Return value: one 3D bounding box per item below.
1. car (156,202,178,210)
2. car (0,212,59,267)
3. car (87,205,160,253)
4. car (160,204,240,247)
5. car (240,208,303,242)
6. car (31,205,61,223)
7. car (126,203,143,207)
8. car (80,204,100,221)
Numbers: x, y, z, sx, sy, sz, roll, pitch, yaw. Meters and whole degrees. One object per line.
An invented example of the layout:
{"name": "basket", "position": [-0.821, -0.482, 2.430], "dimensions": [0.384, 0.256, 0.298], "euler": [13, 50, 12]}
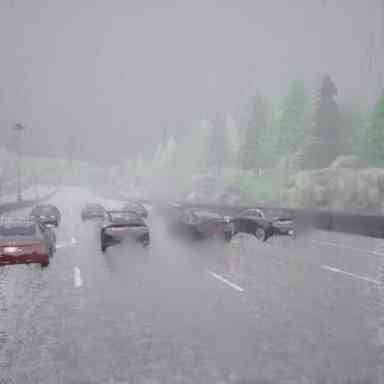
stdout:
{"name": "car", "position": [-2.130, 1.646, 31.548], "dimensions": [1.812, 1.442, 4.674], "euler": [0, 0, -20]}
{"name": "car", "position": [-5.755, 1.607, 11.242], "dimensions": [1.994, 1.385, 4.181], "euler": [0, -1, -20]}
{"name": "car", "position": [-3.104, 1.541, 14.169], "dimensions": [2.128, 1.511, 4.902], "euler": [0, 0, -20]}
{"name": "car", "position": [0.150, 1.551, 15.462], "dimensions": [1.837, 1.490, 4.892], "euler": [0, 0, -20]}
{"name": "car", "position": [3.454, 1.532, 16.616], "dimensions": [2.128, 1.511, 4.902], "euler": [0, 0, -20]}
{"name": "car", "position": [-10.402, 1.658, 23.612], "dimensions": [2.033, 1.411, 5.357], "euler": [0, 0, -20]}
{"name": "car", "position": [-5.273, 1.686, 29.955], "dimensions": [1.994, 1.385, 4.181], "euler": [0, 0, -20]}
{"name": "car", "position": [-8.518, 1.690, 28.637], "dimensions": [1.994, 1.385, 4.181], "euler": [0, 0, -20]}
